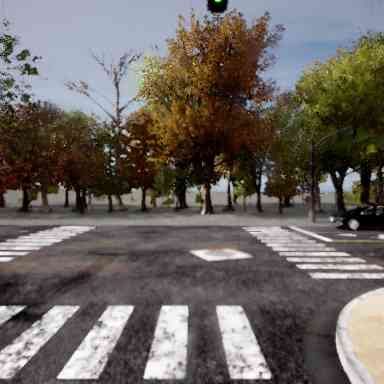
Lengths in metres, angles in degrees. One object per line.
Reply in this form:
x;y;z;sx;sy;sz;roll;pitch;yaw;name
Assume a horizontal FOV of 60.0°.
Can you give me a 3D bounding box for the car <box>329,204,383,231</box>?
10.926;1.524;20.310;4.892;1.490;1.837;0;0;0;car
